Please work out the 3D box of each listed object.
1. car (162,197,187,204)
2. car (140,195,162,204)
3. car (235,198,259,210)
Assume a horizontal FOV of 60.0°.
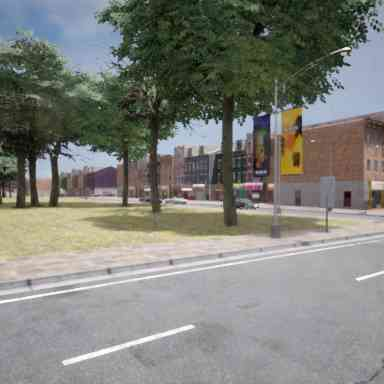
[{"bbox_3d":[-2.863,1.486,58.485,1.895,1.301,4.718,1,0,-35],"label":"car"},{"bbox_3d":[-6.976,1.359,59.412,1.837,1.490,4.892,1,-1,-35],"label":"car"},{"bbox_3d":[6.097,1.476,40.906,2.128,1.511,4.902,1,0,-35],"label":"car"}]
